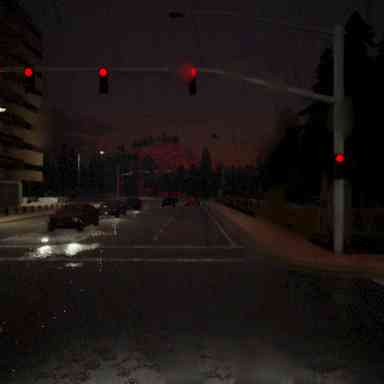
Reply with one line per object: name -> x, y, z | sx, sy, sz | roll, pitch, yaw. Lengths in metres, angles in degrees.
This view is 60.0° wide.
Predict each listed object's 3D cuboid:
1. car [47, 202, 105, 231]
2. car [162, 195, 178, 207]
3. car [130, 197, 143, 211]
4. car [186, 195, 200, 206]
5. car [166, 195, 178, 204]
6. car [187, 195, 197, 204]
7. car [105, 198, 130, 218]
car -> -7.089, 1.446, 20.390 | 1.882, 1.535, 5.008 | 0, 0, 0
car -> -3.396, 1.426, 48.947 | 2.033, 1.411, 5.357 | 0, 0, 0
car -> -7.080, 1.413, 39.870 | 1.837, 1.490, 4.892 | 0, 0, 0
car -> 0.099, 1.222, 50.523 | 2.097, 1.767, 4.553 | 0, 0, 0
car -> -3.502, 1.323, 59.626 | 1.882, 1.535, 5.008 | 0, 0, 0
car -> -0.003, 1.368, 59.869 | 1.812, 1.442, 4.674 | 0, 0, 0
car -> -7.087, 1.465, 29.777 | 1.812, 1.442, 4.674 | 0, 0, 0
